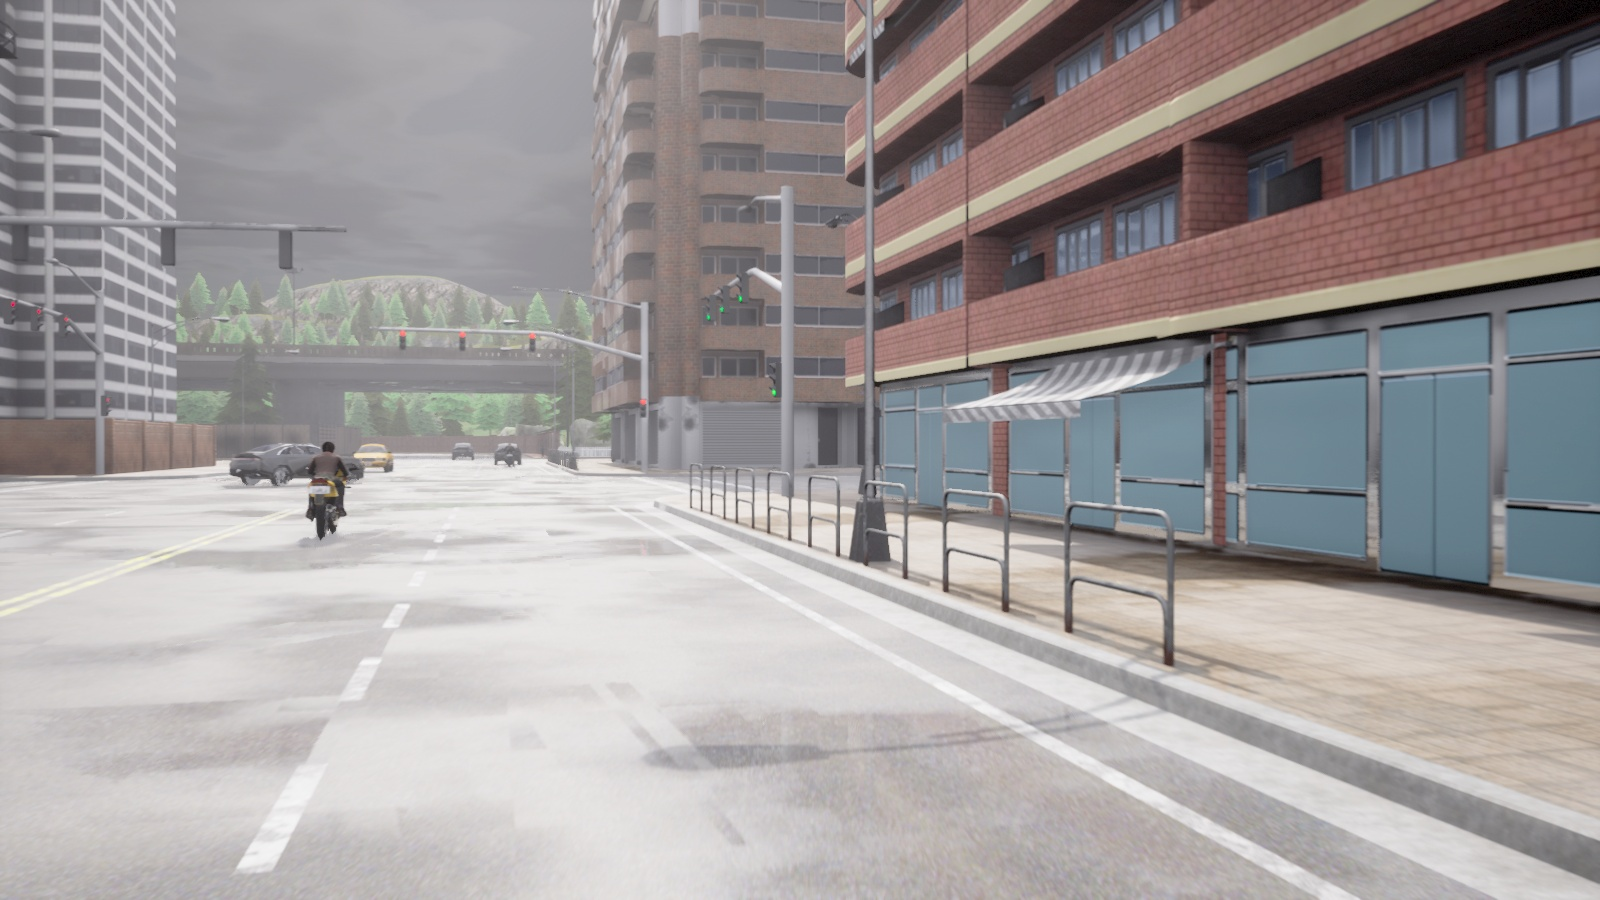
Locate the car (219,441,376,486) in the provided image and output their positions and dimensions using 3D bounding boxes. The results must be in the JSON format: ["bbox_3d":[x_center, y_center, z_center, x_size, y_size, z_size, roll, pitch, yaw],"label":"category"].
[{"bbox_3d":[-17.775,0.437,44.676,2.128,1.511,4.902,0,0,31],"label":"car"}]

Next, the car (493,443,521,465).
[{"bbox_3d":[-20.414,0.242,87.518,1.837,1.490,4.892,0,0,-14],"label":"car"}]

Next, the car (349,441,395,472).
[{"bbox_3d":[-22.152,0.301,65.107,1.801,1.575,5.366,0,0,-14],"label":"car"}]

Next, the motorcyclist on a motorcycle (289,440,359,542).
[{"bbox_3d":[-7.532,0.610,19.964,0.797,1.523,2.044,0,0,-14],"label":"motorcyclist on a motorcycle"}]
